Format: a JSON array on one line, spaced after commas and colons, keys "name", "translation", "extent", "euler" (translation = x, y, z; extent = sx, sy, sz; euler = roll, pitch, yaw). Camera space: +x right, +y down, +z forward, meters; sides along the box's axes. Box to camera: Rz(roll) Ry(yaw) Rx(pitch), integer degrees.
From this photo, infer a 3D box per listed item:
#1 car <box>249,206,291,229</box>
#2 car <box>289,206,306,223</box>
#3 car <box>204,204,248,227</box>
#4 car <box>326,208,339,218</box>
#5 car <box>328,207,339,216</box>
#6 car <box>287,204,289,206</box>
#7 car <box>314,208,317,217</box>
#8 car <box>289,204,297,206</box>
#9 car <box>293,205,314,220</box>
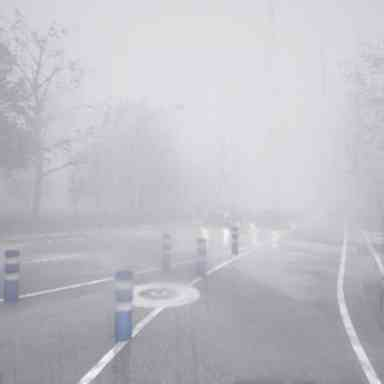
[{"name": "car", "translation": [6.257, 2.045, 26.280], "extent": [1.837, 1.490, 4.892], "euler": [1, -2, 25]}, {"name": "car", "translation": [10.608, 2.517, 35.673], "extent": [2.033, 1.411, 5.357], "euler": [1, -2, 25]}, {"name": "car", "translation": [2.655, 1.794, 26.878], "extent": [2.097, 1.767, 4.553], "euler": [1, -2, 25]}, {"name": "car", "translation": [23.086, 3.538, 54.631], "extent": [1.994, 1.385, 4.181], "euler": [1, -2, 24]}, {"name": "car", "translation": [27.100, 3.721, 63.649], "extent": [1.812, 1.442, 4.674], "euler": [1, -1, 24]}, {"name": "car", "translation": [11.728, 2.704, 46.606], "extent": [2.097, 1.767, 4.553], "euler": [1, -2, 25]}, {"name": "car", "translation": [20.725, 3.475, 57.936], "extent": [1.882, 1.535, 5.008], "euler": [1, -2, 24]}, {"name": "car", "translation": [18.462, 3.265, 61.429], "extent": [2.150, 2.045, 5.566], "euler": [1, -2, 24]}, {"name": "car", "translation": [15.001, 2.921, 45.258], "extent": [1.837, 1.490, 4.892], "euler": [1, -2, 25]}]
